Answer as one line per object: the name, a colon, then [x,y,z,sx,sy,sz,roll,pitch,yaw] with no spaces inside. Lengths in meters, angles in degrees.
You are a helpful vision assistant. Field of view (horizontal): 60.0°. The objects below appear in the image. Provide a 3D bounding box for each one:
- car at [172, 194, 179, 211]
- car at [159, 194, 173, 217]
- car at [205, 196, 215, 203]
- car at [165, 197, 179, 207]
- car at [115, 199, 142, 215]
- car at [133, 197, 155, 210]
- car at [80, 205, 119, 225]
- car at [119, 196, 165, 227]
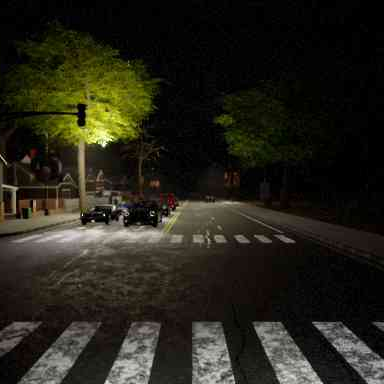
car: [-3.143,1.215,41.216,2.150,2.045,5.566,0,0,1]
car: [-3.193,1.344,31.381,2.097,1.767,4.553,0,0,0]
car: [3.677,1.506,67.636,1.837,1.490,4.892,0,0,1]
car: [-3.056,1.501,51.655,1.837,1.490,4.892,0,0,1]
car: [-6.419,1.518,34.193,1.812,1.442,4.674,0,0,0]
car: [-6.369,1.486,44.633,2.128,1.511,4.902,0,0,1]
car: [-6.479,1.594,24.020,1.895,1.301,4.718,0,0,0]
car: [-3.238,1.346,22.521,2.097,1.767,4.553,0,0,0]
